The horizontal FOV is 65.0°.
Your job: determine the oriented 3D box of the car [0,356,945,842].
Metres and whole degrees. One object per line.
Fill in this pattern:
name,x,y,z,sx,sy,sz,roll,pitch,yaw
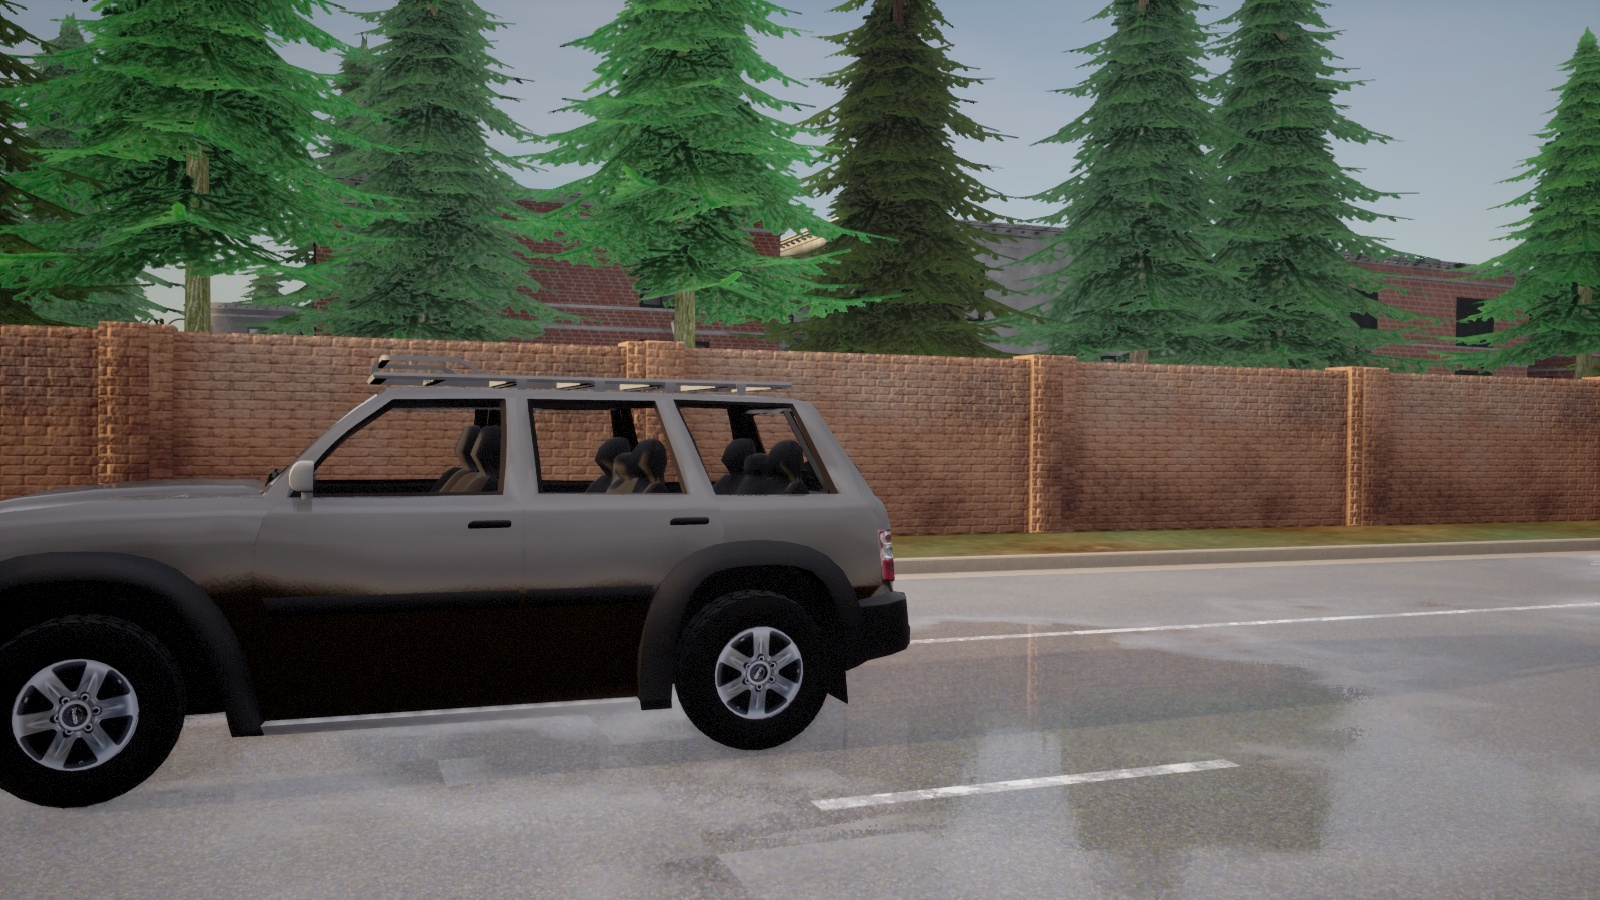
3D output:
car,-1.788,0.532,6.300,4.605,1.855,1.932,-1,1,-21
